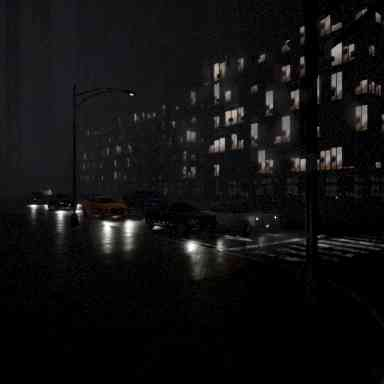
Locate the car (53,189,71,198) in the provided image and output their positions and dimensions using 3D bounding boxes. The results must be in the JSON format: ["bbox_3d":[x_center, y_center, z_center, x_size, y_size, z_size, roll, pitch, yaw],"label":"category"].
[{"bbox_3d":[-25.553,0.244,65.148,1.882,1.535,5.008,0,1,-38],"label":"car"}]

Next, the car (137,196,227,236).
[{"bbox_3d":[-0.719,1.231,17.286,1.882,1.535,5.008,0,1,-37],"label":"car"}]

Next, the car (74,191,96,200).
[{"bbox_3d":[-17.848,0.599,55.287,1.895,1.301,4.718,0,1,-38],"label":"car"}]

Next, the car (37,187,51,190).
[{"bbox_3d":[-28.559,-0.025,63.717,2.150,2.045,5.566,0,1,-38],"label":"car"}]

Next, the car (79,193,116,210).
[{"bbox_3d":[-9.750,0.883,34.077,1.882,1.535,5.008,0,1,-38],"label":"car"}]

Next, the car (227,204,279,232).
[{"bbox_3d":[2.449,1.368,18.542,1.895,1.301,4.718,0,1,-39],"label":"car"}]

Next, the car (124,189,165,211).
[{"bbox_3d":[-3.583,0.810,26.195,2.150,2.045,5.566,0,1,-38],"label":"car"}]

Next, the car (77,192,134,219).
[{"bbox_3d":[-6.565,1.058,24.732,1.882,1.535,5.008,0,1,-38],"label":"car"}]

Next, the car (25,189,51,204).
[{"bbox_3d":[-19.206,0.707,40.958,1.837,1.490,4.892,0,1,-37],"label":"car"}]

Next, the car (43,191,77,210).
[{"bbox_3d":[-12.841,0.898,32.745,1.837,1.490,4.892,0,1,-38],"label":"car"}]
